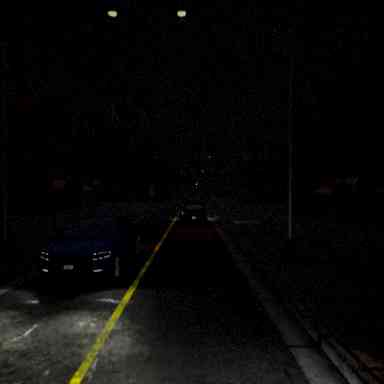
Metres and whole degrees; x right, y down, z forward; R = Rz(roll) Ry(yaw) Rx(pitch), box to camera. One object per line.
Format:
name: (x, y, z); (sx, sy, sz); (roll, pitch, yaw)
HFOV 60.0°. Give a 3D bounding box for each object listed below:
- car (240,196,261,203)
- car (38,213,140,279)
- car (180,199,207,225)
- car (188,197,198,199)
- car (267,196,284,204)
car: (11.872, 1.497, 67.815); (4.097, 1.590, 1.967); (1, 0, 0)
car: (-2.817, 1.444, 10.099); (1.882, 1.535, 5.008); (0, 0, 0)
car: (0.104, 1.463, 23.577); (1.812, 1.442, 4.674); (0, 0, 0)
car: (0.123, 1.419, 41.714); (1.837, 1.490, 4.892); (0, 0, 0)
car: (17.306, 1.559, 67.812); (4.097, 1.590, 1.967); (1, 0, 0)
